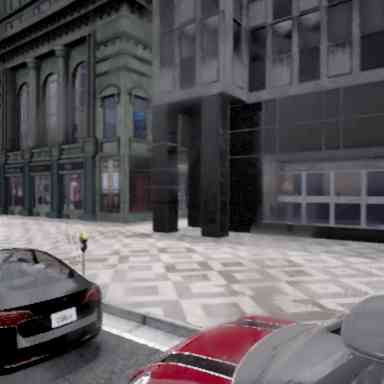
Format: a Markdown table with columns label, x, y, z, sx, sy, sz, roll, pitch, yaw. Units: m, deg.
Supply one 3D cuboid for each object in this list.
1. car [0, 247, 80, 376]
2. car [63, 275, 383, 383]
| label | x | y | z | sx | sy | sz | roll | pitch | yaw |
| --- | --- | --- | --- | --- | --- | --- | --- | --- | --- |
| car | -3.257 | 1.572 | 5.287 | 4.313 | 1.339 | 1.947 | 0 | 0 | 36 |
| car | 1.330 | 1.440 | 2.011 | 4.097 | 1.590 | 1.967 | 0 | 0 | 36 |
